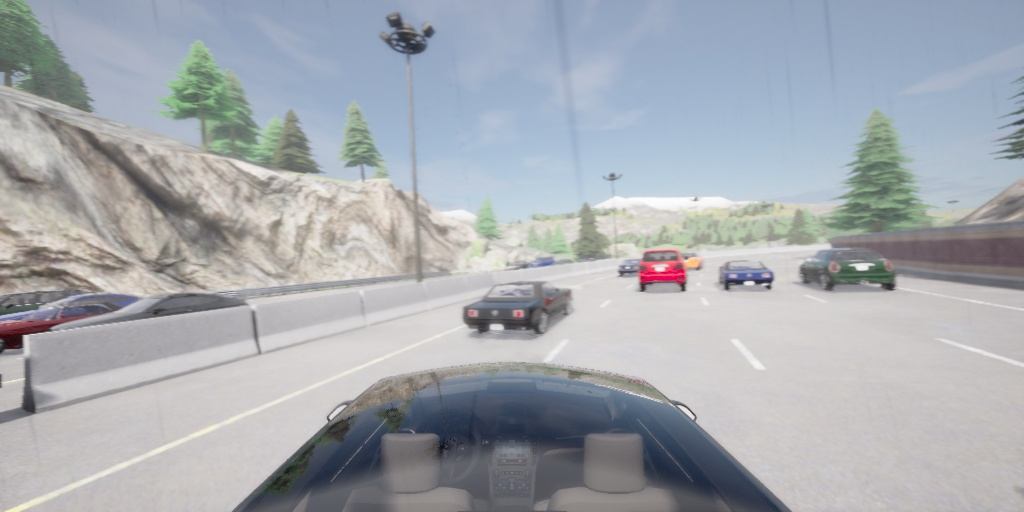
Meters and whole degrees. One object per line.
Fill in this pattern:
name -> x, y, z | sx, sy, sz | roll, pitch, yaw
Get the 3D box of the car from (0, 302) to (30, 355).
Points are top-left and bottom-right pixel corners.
car -> -14.449, 2.184, 11.416 | 1.895, 1.301, 4.718 | -3, 0, 20

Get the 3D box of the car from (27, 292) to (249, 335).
car -> -10.799, 1.912, 11.162 | 1.812, 1.442, 4.674 | -3, 0, 21

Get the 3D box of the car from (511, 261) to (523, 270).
car -> 1.734, 1.501, 55.280 | 2.128, 1.511, 4.902 | -3, -1, 37

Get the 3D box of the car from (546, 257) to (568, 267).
car -> 7.343, 1.217, 51.101 | 1.837, 1.490, 4.892 | -3, 0, 37

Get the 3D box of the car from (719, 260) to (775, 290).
car -> 11.241, 0.853, 17.502 | 1.895, 1.301, 4.718 | -3, 0, 27

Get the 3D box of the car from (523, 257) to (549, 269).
car -> 4.530, 1.157, 53.195 | 2.150, 2.045, 5.566 | -3, 0, 37

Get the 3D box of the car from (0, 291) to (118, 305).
car -> -17.097, 2.268, 14.240 | 1.812, 1.442, 4.674 | -3, 0, 21

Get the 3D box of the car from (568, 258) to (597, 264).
car -> 10.129, 1.046, 48.990 | 2.128, 1.511, 4.902 | -3, 0, 37

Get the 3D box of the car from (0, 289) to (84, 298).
car -> -20.589, 2.285, 14.878 | 2.097, 1.767, 4.553 | -3, 0, 21

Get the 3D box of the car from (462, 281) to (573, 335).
car -> 0.463, 1.383, 10.683 | 1.895, 1.301, 4.718 | -3, 0, 22

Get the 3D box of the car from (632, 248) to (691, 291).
car -> 8.042, 0.653, 18.963 | 2.150, 2.045, 5.566 | -3, 0, 27

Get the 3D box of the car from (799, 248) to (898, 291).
car -> 14.167, 0.434, 15.467 | 2.097, 1.767, 4.553 | -3, 0, 26

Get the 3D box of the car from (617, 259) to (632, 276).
car -> 10.453, 0.925, 30.532 | 2.033, 1.411, 5.357 | -3, 0, 31

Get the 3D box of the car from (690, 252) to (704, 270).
car -> 16.809, 0.412, 33.932 | 2.097, 1.767, 4.553 | -3, 0, 33
